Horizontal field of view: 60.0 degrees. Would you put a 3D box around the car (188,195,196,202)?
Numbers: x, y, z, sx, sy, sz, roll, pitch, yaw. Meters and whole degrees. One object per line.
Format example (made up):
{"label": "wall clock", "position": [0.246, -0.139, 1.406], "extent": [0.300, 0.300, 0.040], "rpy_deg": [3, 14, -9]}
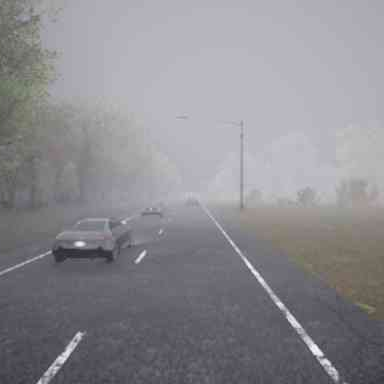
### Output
{"label": "car", "position": [-0.009, 1.431, 73.012], "extent": [1.812, 1.442, 4.674], "rpy_deg": [0, 0, 0]}

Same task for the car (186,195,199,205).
{"label": "car", "position": [0.091, 1.491, 54.838], "extent": [1.994, 1.385, 4.181], "rpy_deg": [0, 0, 0]}

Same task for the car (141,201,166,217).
{"label": "car", "position": [-3.407, 1.506, 30.160], "extent": [2.033, 1.411, 5.357], "rpy_deg": [0, 0, 0]}

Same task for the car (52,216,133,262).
{"label": "car", "position": [-3.403, 1.547, 12.107], "extent": [1.994, 1.385, 4.181], "rpy_deg": [0, 0, 0]}
